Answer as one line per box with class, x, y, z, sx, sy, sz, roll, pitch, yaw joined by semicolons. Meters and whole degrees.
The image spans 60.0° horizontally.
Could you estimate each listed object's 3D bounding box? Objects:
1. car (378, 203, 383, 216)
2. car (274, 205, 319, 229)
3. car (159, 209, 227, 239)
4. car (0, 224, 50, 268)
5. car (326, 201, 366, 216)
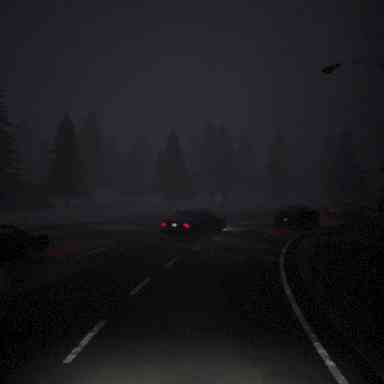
car;21.782;1.425;34.401;5.566;2.045;2.150;0;-1;-24
car;7.391;1.616;23.205;1.882;1.535;5.008;0;0;35
car;0.224;1.656;18.253;2.033;1.411;5.357;0;0;25
car;-6.267;1.659;9.557;1.895;1.301;4.718;0;0;10
car;16.565;1.689;35.698;5.008;1.535;1.882;0;-1;-30
